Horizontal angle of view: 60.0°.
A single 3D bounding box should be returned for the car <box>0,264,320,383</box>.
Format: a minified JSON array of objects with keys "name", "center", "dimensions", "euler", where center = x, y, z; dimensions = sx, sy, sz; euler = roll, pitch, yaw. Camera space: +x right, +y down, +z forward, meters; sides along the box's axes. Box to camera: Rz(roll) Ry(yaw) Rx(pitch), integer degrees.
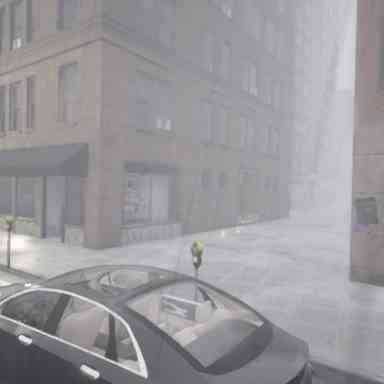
[{"name":"car","center":[-0.987,1.481,3.554],"dimensions":[4.403,1.369,2.008],"euler":[2,1,35]}]
